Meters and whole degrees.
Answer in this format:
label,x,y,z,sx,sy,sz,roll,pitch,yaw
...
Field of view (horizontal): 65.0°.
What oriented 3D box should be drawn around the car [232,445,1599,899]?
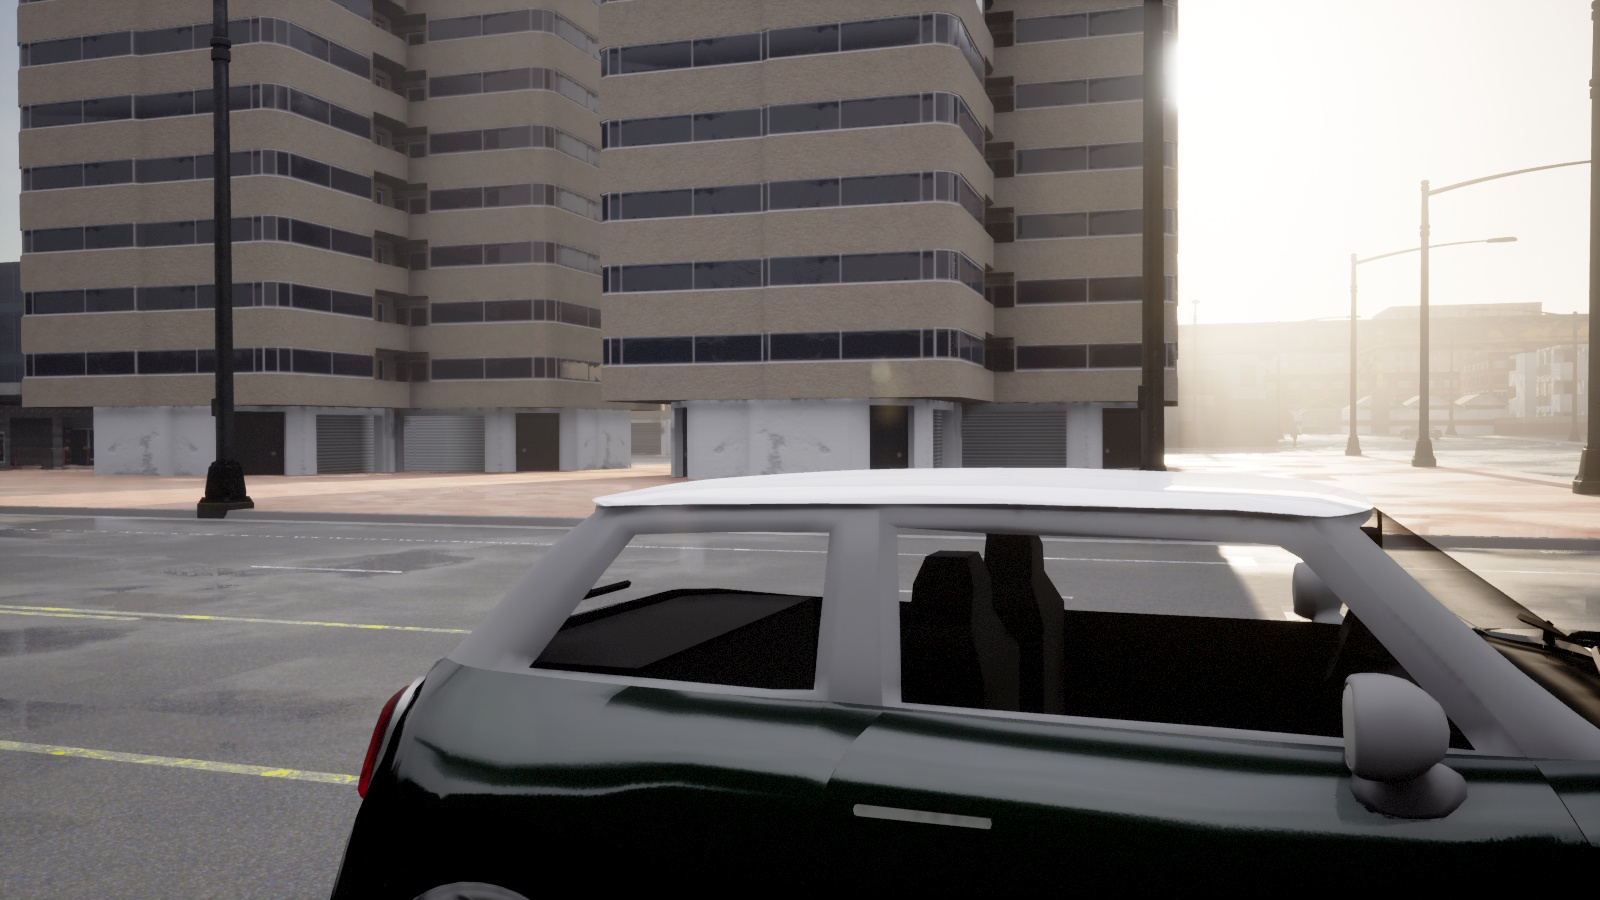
label,x,y,z,sx,sy,sz,roll,pitch,yaw
car,0.941,0.749,2.925,3.806,1.475,1.970,1,1,19
